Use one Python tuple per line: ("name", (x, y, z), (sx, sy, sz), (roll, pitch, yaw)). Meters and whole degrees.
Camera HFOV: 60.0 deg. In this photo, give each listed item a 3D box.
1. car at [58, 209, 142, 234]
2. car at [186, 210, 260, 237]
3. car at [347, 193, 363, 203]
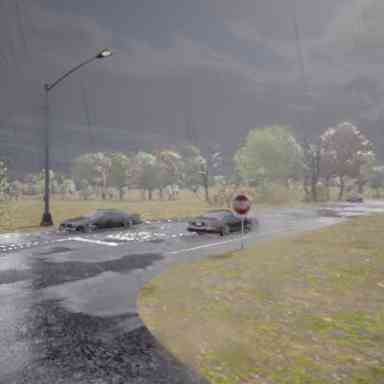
("car", (-5.646, 1.785, 21.213), (2.033, 1.411, 5.357), (0, 0, 39))
("car", (1.937, 1.735, 19.399), (2.033, 1.411, 5.357), (0, 0, 39))
("car", (34.334, 1.311, 70.000), (2.150, 2.045, 5.566), (0, 0, 39))
